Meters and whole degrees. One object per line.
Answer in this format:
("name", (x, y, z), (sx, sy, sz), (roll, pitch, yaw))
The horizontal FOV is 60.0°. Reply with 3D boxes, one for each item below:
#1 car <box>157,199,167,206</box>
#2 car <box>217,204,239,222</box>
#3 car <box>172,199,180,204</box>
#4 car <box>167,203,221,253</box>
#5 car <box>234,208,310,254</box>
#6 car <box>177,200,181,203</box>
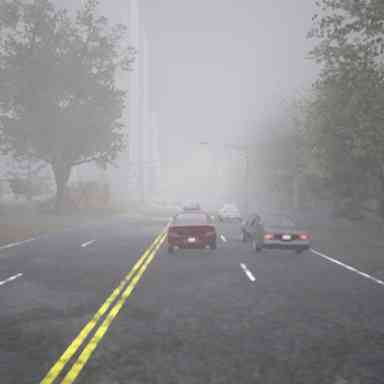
("car", (-6.484, 2.161, 71.076), (1.812, 1.442, 4.674), (0, 0, 0))
("car", (3.262, 1.771, 29.387), (1.812, 1.442, 4.674), (0, 0, 0))
("car", (-3.234, 2.162, 71.075), (2.128, 1.511, 4.902), (0, 0, 0))
("car", (0.000, 1.525, 14.468), (1.882, 1.535, 5.008), (-1, 1, 0))
("car", (3.275, 1.631, 14.012), (2.033, 1.411, 5.357), (1, -1, 0))
("car", (-0.017, 1.743, 29.301), (2.128, 1.511, 4.902), (-3, 1, 0))
